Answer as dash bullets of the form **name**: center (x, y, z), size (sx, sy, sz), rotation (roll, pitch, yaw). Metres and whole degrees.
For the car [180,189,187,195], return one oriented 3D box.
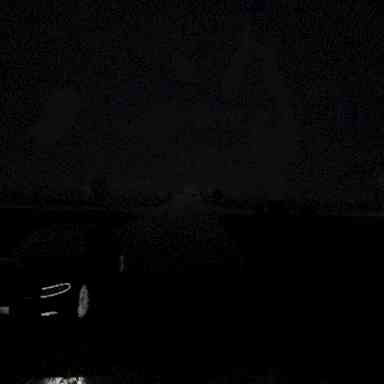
- **car**: center (-2.302, 0.032, 88.492), size (1.882, 1.535, 5.008), rotation (0, 1, 0)

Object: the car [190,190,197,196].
- **car**: center (0.474, 0.206, 93.488), size (1.837, 1.490, 4.892), rotation (0, 2, 0)

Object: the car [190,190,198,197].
- **car**: center (0.422, 0.580, 83.458), size (1.812, 1.442, 4.674), rotation (0, 1, 0)

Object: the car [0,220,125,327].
- **car**: center (-2.811, 1.475, 7.419), size (1.882, 1.535, 5.008), rotation (0, 0, 0)
